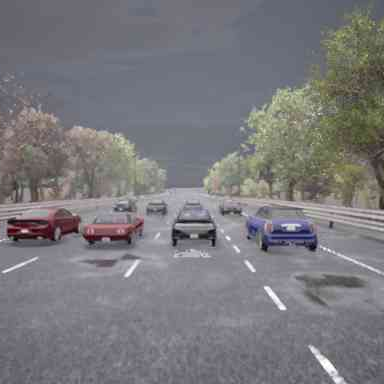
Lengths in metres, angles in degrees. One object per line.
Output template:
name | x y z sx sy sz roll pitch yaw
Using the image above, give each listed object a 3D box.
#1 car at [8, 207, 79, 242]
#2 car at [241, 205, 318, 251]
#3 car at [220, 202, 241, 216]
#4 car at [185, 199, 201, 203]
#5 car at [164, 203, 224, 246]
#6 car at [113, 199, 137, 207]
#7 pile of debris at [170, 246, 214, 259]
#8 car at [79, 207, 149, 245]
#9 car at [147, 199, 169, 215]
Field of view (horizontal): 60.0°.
car | -6.902 1.463 16.195 1.882 1.535 5.008 0 0 0
car | 3.599 1.340 14.193 2.097 1.767 4.553 0 0 0
car | 3.597 1.575 32.106 1.895 1.301 4.718 0 0 0
car | 0.098 1.465 33.260 2.128 1.511 4.902 0 0 0
car | 0.089 1.479 15.227 2.128 1.511 4.902 0 0 0
car | -6.902 1.497 34.489 1.812 1.442 4.674 0 0 0
pile of debris | -0.001 2.165 12.082 1.500 0.140 1.860 0 0 0
car | -3.402 1.587 15.403 1.895 1.301 4.718 0 0 0
car | -3.402 1.464 33.227 2.128 1.511 4.902 0 0 0
